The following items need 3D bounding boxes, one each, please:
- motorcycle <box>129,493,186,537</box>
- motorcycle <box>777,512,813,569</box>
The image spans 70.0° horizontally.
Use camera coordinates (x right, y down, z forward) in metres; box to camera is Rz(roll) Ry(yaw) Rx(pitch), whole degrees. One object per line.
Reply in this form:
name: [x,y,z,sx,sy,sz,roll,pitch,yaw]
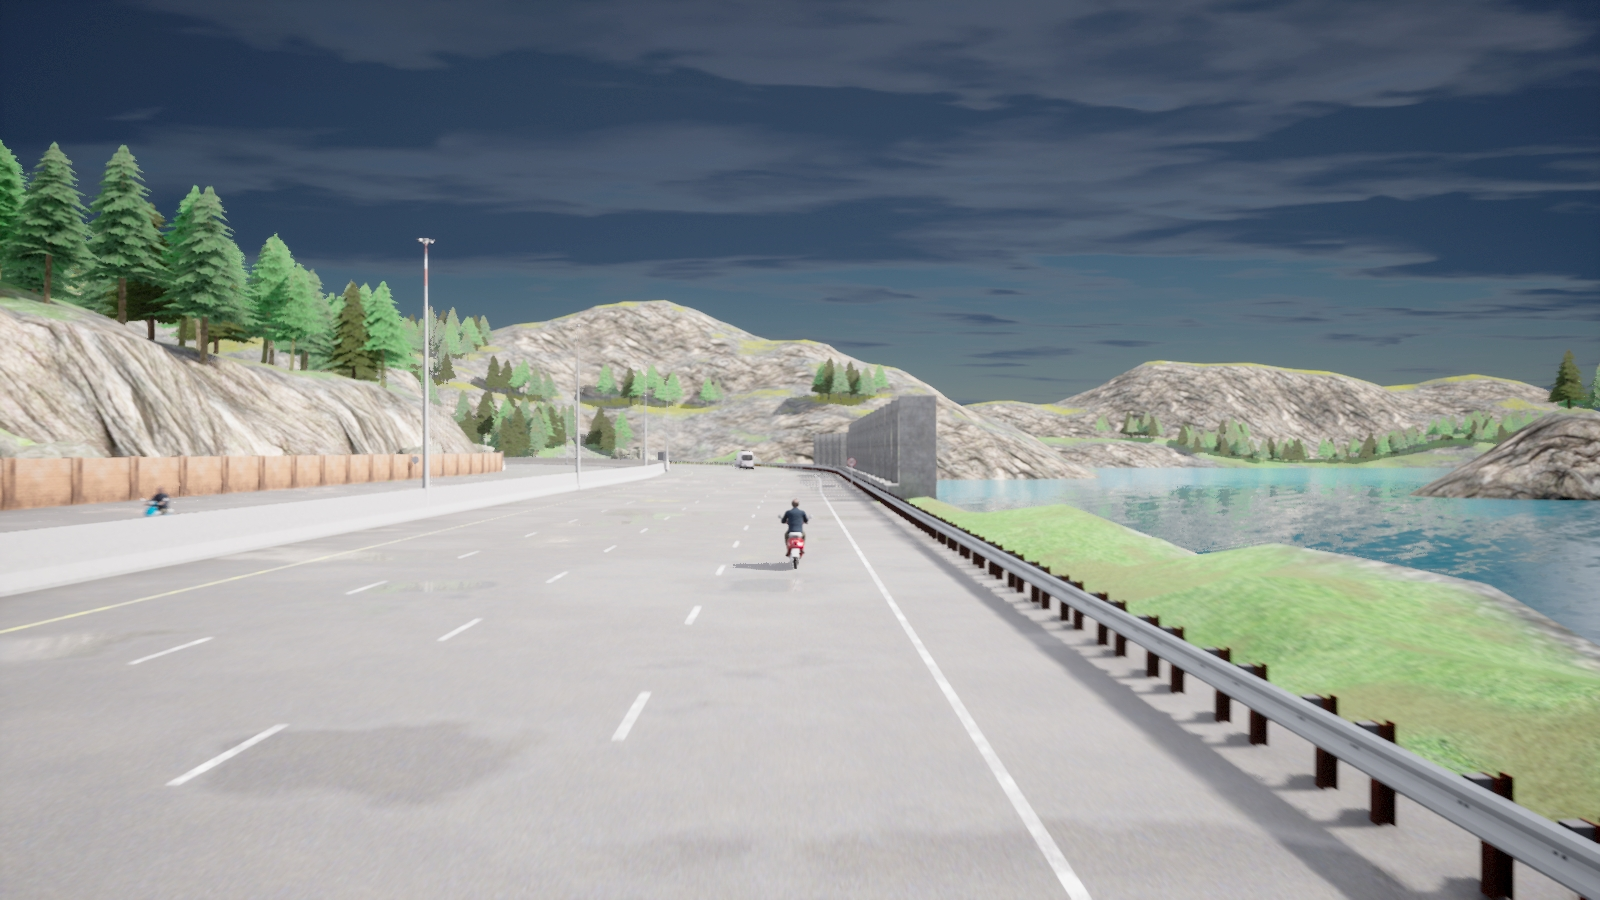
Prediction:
motorcycle: [-21.172,2.134,37.682,0.856,1.334,1.805,0,0,0]
motorcycle: [-0.121,2.179,27.683,0.856,1.236,1.805,0,0,0]
